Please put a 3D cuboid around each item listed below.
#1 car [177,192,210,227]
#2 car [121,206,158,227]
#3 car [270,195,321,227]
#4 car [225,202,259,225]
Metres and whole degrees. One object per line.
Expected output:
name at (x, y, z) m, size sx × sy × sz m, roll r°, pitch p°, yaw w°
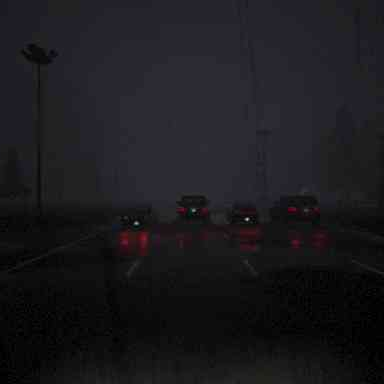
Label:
car at (0.098, 1.238, 23.288) m, size 2.150 × 2.045 × 5.566 m, roll 0°, pitch 0°, yaw 0°
car at (-3.403, 1.617, 22.621) m, size 1.895 × 1.301 × 4.718 m, roll 0°, pitch 0°, yaw 0°
car at (7.096, 1.237, 23.336) m, size 2.150 × 2.045 × 5.566 m, roll 0°, pitch 0°, yaw 0°
car at (3.597, 1.521, 24.151) m, size 1.837 × 1.490 × 4.892 m, roll 0°, pitch 0°, yaw 0°
